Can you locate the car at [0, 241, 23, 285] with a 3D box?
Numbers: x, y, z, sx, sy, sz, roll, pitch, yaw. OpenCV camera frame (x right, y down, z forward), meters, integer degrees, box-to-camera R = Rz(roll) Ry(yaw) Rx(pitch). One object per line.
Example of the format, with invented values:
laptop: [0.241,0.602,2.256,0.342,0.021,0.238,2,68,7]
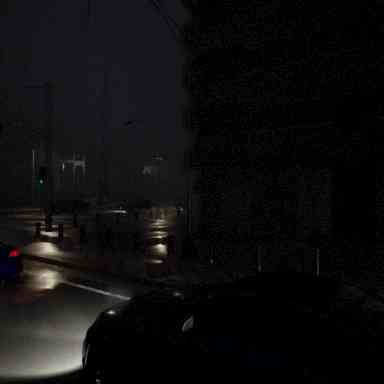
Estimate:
car: [-6.091,1.564,8.317,4.181,1.385,1.994,0,0,36]

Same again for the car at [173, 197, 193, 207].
car: [-0.769,1.449,49.409,1.837,1.490,4.892,0,0,36]

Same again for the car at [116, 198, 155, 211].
car: [-6.824,1.492,41.052,2.033,1.411,5.357,0,0,36]

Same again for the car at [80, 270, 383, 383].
car: [0.761,1.564,3.448,4.181,1.385,1.994,0,0,36]

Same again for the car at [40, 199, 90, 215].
car: [-12.553,1.449,33.120,1.837,1.490,4.892,0,0,36]
